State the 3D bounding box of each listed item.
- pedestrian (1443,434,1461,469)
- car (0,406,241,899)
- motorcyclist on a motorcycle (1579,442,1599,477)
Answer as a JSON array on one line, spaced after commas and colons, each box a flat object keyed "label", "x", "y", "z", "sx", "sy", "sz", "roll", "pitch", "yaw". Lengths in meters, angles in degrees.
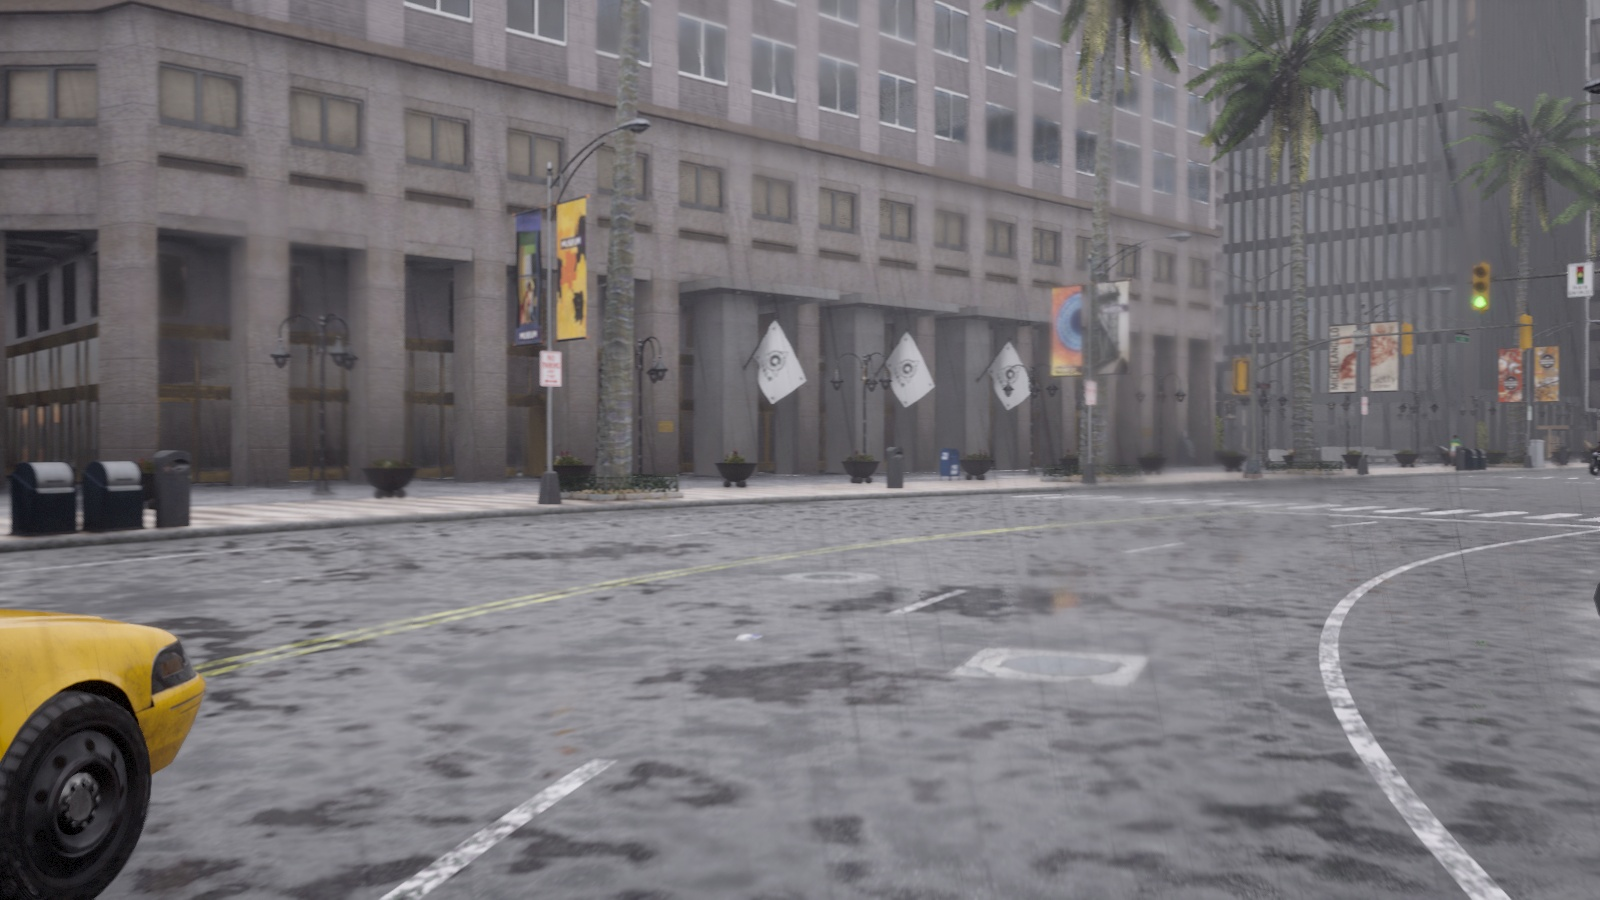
[{"label": "pedestrian", "x": 36.700, "y": 0.078, "z": 70.679, "sx": 0.873, "sy": 1.952, "sz": 0.659, "roll": 0, "pitch": 0, "yaw": -43}, {"label": "car", "x": -3.302, "y": 0.666, "z": 2.275, "sx": 1.801, "sy": 1.575, "sz": 5.366, "roll": 0, "pitch": 0, "yaw": 5}, {"label": "motorcyclist on a motorcycle", "x": 37.906, "y": 0.436, "z": 59.786, "sx": 2.350, "sy": 1.649, "sz": 0.766, "roll": 0, "pitch": 1, "yaw": -42}]
